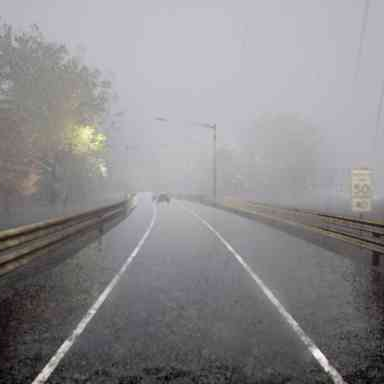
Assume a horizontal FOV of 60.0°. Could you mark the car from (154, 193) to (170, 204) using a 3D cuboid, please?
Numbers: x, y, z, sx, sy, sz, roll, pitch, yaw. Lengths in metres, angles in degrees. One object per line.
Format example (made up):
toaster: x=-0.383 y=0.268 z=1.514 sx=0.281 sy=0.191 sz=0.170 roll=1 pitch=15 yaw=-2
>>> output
car: x=-4.545 y=1.007 z=52.137 sx=1.837 sy=1.490 sz=4.892 roll=0 pitch=1 yaw=-10

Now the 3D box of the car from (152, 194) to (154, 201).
car: x=-6.432 y=0.893 z=62.177 sx=2.128 sy=1.511 sz=4.902 roll=0 pitch=1 yaw=-12
